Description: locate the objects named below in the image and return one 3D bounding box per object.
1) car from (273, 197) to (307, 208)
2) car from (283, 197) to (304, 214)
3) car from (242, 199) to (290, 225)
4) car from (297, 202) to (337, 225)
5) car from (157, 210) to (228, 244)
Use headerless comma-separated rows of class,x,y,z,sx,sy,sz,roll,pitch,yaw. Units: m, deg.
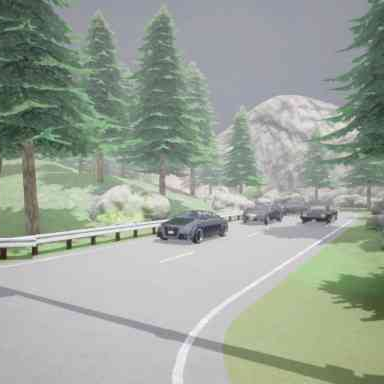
car,14.801,1.566,50.517,1.837,1.490,4.892,5,-2,-29
car,10.396,1.525,33.497,1.837,1.490,4.892,0,0,24
car,5.300,1.506,24.640,2.128,1.511,4.902,0,0,31
car,9.492,1.646,24.591,1.895,1.301,4.718,0,0,31
car,0.122,1.573,16.150,1.994,1.385,4.181,0,0,31
